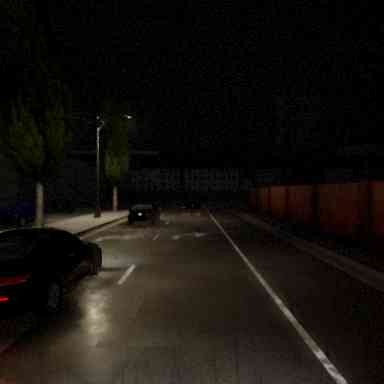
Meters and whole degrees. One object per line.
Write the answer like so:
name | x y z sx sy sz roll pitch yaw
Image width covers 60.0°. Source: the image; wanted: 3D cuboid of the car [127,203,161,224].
car | -3.397 1.495 24.198 2.033 1.411 5.357 0 0 0

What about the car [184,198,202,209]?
car | 0.114 1.433 42.700 1.812 1.442 4.674 0 0 1

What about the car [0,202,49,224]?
car | -11.498 1.433 22.471 1.882 1.535 5.008 0 0 0

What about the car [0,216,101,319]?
car | -3.396 1.510 7.267 1.812 1.442 4.674 0 0 0
